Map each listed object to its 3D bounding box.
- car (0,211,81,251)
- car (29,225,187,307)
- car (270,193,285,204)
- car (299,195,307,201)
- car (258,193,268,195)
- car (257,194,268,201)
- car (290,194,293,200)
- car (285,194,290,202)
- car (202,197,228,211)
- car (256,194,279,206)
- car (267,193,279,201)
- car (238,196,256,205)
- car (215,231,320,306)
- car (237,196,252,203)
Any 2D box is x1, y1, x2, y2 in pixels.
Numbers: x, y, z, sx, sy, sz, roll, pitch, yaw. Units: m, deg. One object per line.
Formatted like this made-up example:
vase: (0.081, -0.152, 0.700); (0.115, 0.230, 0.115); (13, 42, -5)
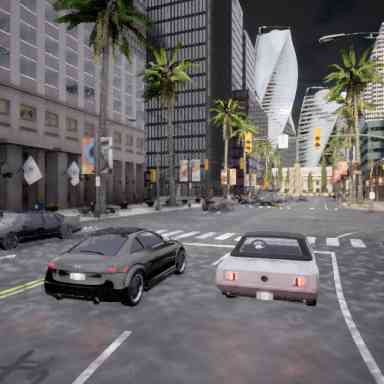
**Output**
car: (-7.149, 1.547, 14.535); (2.033, 1.411, 5.357); (0, 0, 21)
car: (-1.576, 1.564, 8.195); (1.994, 1.385, 4.181); (0, 0, 17)
car: (16.161, 1.478, 63.980); (1.882, 1.535, 5.008); (0, 0, 22)
car: (28.938, 1.540, 86.813); (2.033, 1.411, 5.357); (0, 0, 21)
car: (15.112, 1.225, 70.752); (2.150, 2.045, 5.566); (0, 0, 22)
car: (19.033, 1.354, 89.184); (2.185, 1.767, 4.553); (0, 0, 21)
car: (25.558, 1.276, 87.773); (2.097, 1.767, 4.553); (0, 0, 21)
car: (19.891, 1.524, 73.323); (1.812, 1.442, 4.674); (0, 0, 22)
car: (2.807, 1.352, 39.847); (2.097, 1.767, 4.553); (0, 0, 22)
car: (12.558, 1.547, 54.980); (2.033, 1.411, 5.357); (0, 0, 22)
car: (20.778, 1.218, 85.070); (2.150, 2.045, 5.566); (0, 0, 21)
car: (9.838, 1.563, 57.622); (1.994, 1.385, 4.181); (0, 0, 21)
car: (2.033, 1.601, 8.148); (1.895, 1.301, 4.718); (0, 0, 19)
car: (10.916, 1.513, 68.810); (2.161, 1.482, 4.786); (0, 0, 21)
